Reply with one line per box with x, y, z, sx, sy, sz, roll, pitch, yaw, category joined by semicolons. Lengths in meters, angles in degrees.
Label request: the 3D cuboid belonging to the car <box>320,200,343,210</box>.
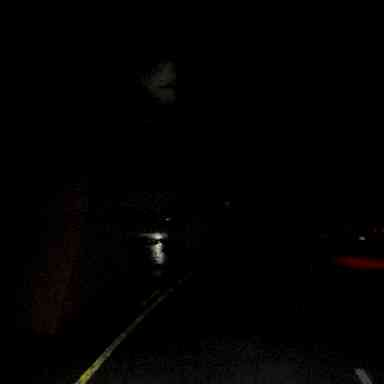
24.037;2.230;57.286;1.882;1.535;5.008;0;-1;44;car

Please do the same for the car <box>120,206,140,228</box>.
-5.237;1.644;21.524;1.882;1.535;5.008;0;-1;22;car

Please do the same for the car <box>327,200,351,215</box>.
17.478;2.003;39.339;1.882;1.535;5.008;0;-1;38;car

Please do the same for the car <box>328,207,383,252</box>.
7.497;1.688;15.283;1.882;1.535;5.008;0;-1;20;car

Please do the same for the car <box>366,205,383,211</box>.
21.047;2.144;38.218;1.895;1.301;4.718;0;-1;39;car

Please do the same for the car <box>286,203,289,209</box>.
17.582;2.035;55.583;2.097;1.767;4.553;0;-1;44;car

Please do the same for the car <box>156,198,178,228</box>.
-0.428;1.451;24.025;2.150;2.045;5.566;0;-1;25;car
